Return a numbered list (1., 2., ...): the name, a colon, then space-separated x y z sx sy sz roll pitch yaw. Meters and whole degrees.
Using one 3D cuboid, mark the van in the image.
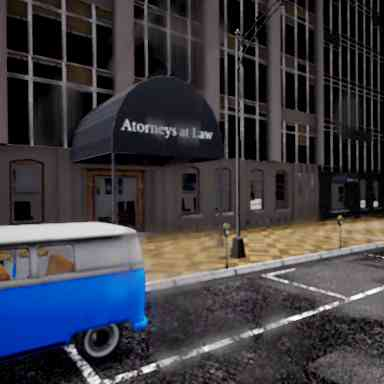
1. van: -2.555 1.343 4.293 3.998 1.788 1.690 0 -1 -36
